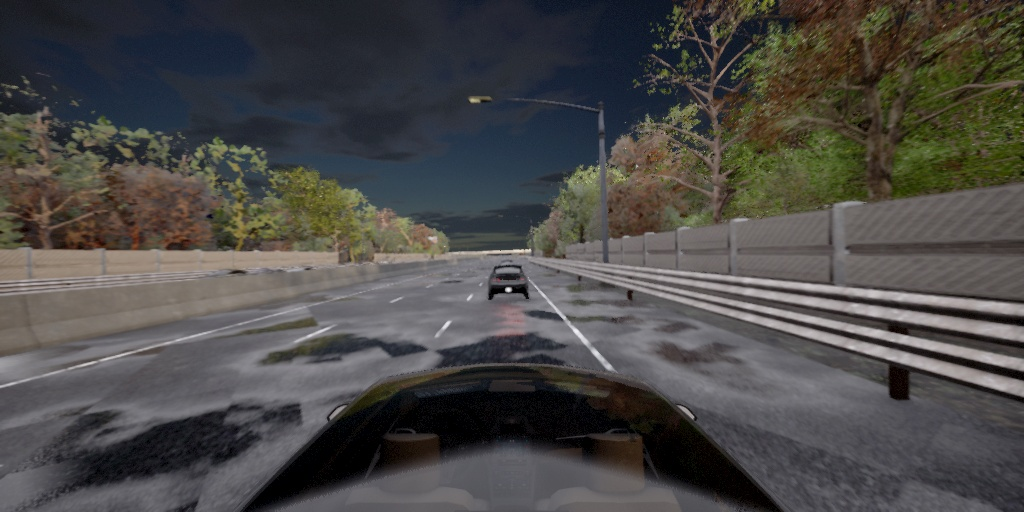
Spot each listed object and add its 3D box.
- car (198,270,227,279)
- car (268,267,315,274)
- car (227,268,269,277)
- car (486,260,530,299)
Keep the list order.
[{"bbox_3d":[-25.046,1.919,31.463,1.837,1.490,4.892,-2,0,-1],"label":"car"},{"bbox_3d":[-18.049,1.712,30.525,1.812,1.442,4.674,-2,0,-1],"label":"car"},{"bbox_3d":[-21.557,1.789,31.216,2.128,1.511,4.902,-2,0,-1],"label":"car"},{"bbox_3d":[-0.187,1.169,17.633,1.837,1.490,4.892,-2,0,-1],"label":"car"}]
